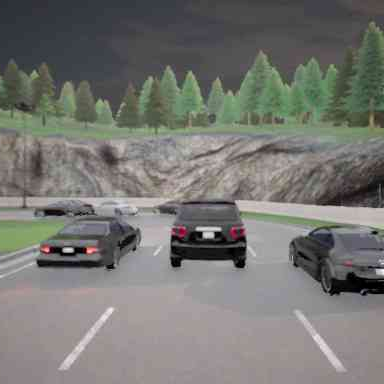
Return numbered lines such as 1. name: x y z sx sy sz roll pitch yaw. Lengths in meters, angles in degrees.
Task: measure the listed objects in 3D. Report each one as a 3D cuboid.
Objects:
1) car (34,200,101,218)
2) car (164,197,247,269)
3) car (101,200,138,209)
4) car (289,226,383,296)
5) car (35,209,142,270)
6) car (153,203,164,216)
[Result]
1. car: -10.016 1.357 25.988 4.902 1.511 2.128 0 0 19
2. car: 0.525 1.188 11.226 2.150 2.045 5.566 0 0 2
3. car: -6.799 1.398 28.593 4.674 1.442 1.812 0 0 28
4. car: 3.928 1.555 8.641 1.994 1.385 4.181 0 0 2
5. car: -2.994 1.497 10.804 2.033 1.411 5.357 0 0 2
6. car: -1.372 1.403 28.950 4.892 1.490 1.837 0 -1 45
